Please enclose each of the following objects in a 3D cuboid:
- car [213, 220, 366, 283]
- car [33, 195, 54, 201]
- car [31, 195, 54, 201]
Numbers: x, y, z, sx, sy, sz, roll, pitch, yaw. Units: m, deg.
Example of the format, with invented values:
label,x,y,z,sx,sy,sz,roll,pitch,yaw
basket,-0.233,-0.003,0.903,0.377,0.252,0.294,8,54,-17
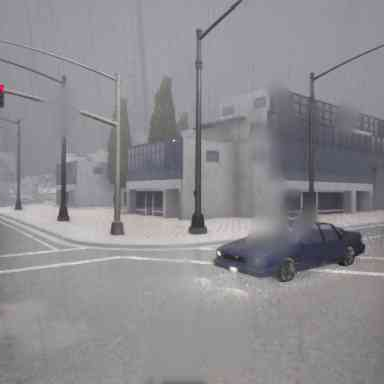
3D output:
label,x,y,z,sx,sy,sz,roll,pitch,yaw
car,3.155,1.569,9.963,5.357,1.411,2.033,0,0,-37
car,-36.878,1.439,82.922,4.674,1.442,1.812,0,0,2
car,-38.921,1.435,86.622,4.902,1.511,2.128,0,0,8
